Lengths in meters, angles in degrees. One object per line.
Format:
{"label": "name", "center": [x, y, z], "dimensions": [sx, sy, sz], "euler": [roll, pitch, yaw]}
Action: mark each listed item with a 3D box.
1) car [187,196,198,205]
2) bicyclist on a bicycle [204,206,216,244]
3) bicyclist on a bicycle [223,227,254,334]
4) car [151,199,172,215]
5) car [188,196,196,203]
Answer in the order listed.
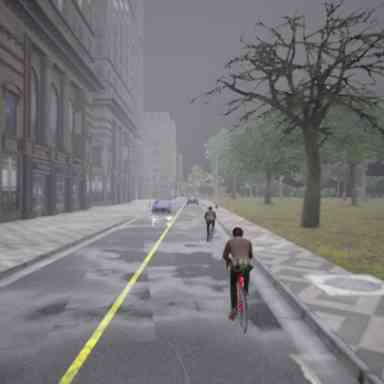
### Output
{"label": "car", "center": [0.112, 1.476, 61.833], "dimensions": [2.097, 1.767, 4.553], "euler": [0, 0, 0]}
{"label": "bicyclist on a bicycle", "center": [0.827, 1.467, 14.835], "dimensions": [0.582, 1.620, 1.656], "euler": [0, 0, 0]}
{"label": "bicyclist on a bicycle", "center": [0.825, 1.458, 5.837], "dimensions": [0.582, 1.620, 1.656], "euler": [0, 0, 0]}
{"label": "car", "center": [-3.092, 1.527, 34.797], "dimensions": [1.882, 1.535, 5.008], "euler": [0, 0, 0]}
{"label": "car", "center": [0.018, 1.709, 75.213], "dimensions": [1.812, 1.442, 4.674], "euler": [0, 0, 0]}
